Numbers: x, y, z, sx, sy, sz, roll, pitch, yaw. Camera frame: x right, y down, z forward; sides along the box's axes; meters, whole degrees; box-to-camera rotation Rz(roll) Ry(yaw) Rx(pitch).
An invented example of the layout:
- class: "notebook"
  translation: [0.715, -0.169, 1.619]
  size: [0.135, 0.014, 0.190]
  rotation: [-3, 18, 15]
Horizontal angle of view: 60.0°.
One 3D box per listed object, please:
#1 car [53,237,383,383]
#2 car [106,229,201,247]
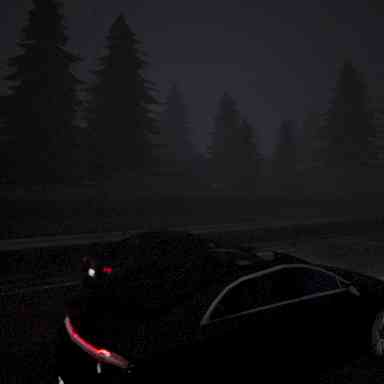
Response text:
- class: "car"
  translation: [0.836, 1.498, 4.344]
  size: [4.902, 1.511, 2.128]
  rotation: [0, 0, -35]
- class: "car"
  translation: [-0.370, 1.573, 7.782]
  size: [4.181, 1.385, 1.994]
  rotation: [0, 0, -36]
